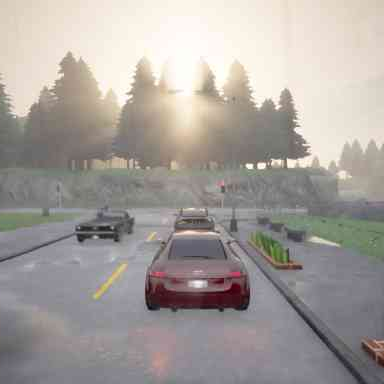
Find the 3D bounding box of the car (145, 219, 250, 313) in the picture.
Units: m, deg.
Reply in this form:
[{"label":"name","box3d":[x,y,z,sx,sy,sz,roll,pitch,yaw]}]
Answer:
[{"label":"car","box3d":[0.103,1.564,7.774,1.994,1.385,4.181,0,0,0]}]

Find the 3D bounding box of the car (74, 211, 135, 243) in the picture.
[{"label":"car","box3d":[-4.072,1.601,16.221,1.895,1.301,4.718,0,0,0]}]

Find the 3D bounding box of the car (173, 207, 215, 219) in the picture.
[{"label":"car","box3d":[0.105,1.505,16.686,1.837,1.490,4.892,0,0,0]}]
